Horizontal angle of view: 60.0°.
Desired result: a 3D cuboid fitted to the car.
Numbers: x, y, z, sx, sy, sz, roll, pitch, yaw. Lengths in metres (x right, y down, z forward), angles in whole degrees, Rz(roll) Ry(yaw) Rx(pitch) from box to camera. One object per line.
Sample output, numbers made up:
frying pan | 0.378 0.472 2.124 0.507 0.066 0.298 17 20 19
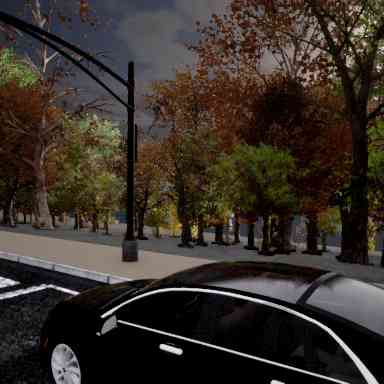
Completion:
car | 0.370 1.505 3.410 4.892 1.490 1.837 0 0 36
